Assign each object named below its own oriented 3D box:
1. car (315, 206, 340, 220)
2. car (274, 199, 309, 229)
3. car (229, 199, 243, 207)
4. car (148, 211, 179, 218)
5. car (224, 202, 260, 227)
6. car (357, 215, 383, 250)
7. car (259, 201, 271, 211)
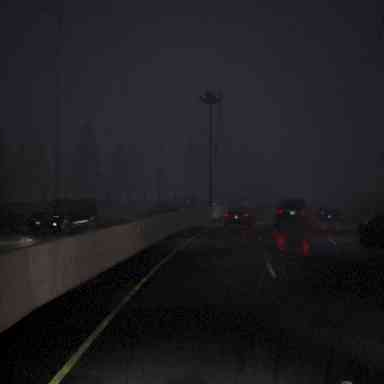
[{"bbox_3d":[13.222,1.996,32.645,1.895,1.301,4.718,0,-1,16],"label":"car"},{"bbox_3d":[7.184,1.502,24.112,2.150,2.045,5.566,0,-1,15],"label":"car"},{"bbox_3d":[9.164,2.269,69.279,2.033,1.411,5.357,0,-1,16],"label":"car"},{"bbox_3d":[-2.549,1.785,29.185,2.128,1.511,4.902,0,-1,16],"label":"car"},{"bbox_3d":[3.701,1.792,25.267,2.163,1.488,4.792,0,-1,16],"label":"car"},{"bbox_3d":[8.447,1.657,13.754,1.882,1.535,5.008,0,-1,9],"label":"car"},{"bbox_3d":[10.748,2.049,49.612,1.882,1.535,5.008,0,-1,16],"label":"car"}]
